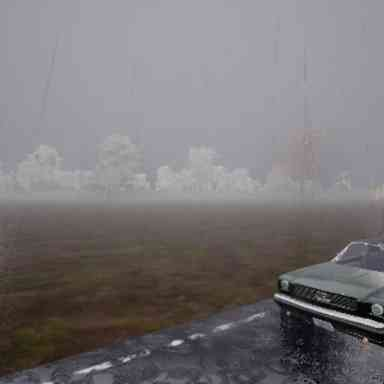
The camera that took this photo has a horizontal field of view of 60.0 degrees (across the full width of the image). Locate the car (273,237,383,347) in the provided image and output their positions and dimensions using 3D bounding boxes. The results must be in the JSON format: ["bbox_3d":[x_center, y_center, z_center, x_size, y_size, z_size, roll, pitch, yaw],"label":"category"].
[{"bbox_3d":[3.654,1.587,6.130,4.718,1.301,1.895,0,0,-37],"label":"car"}]
